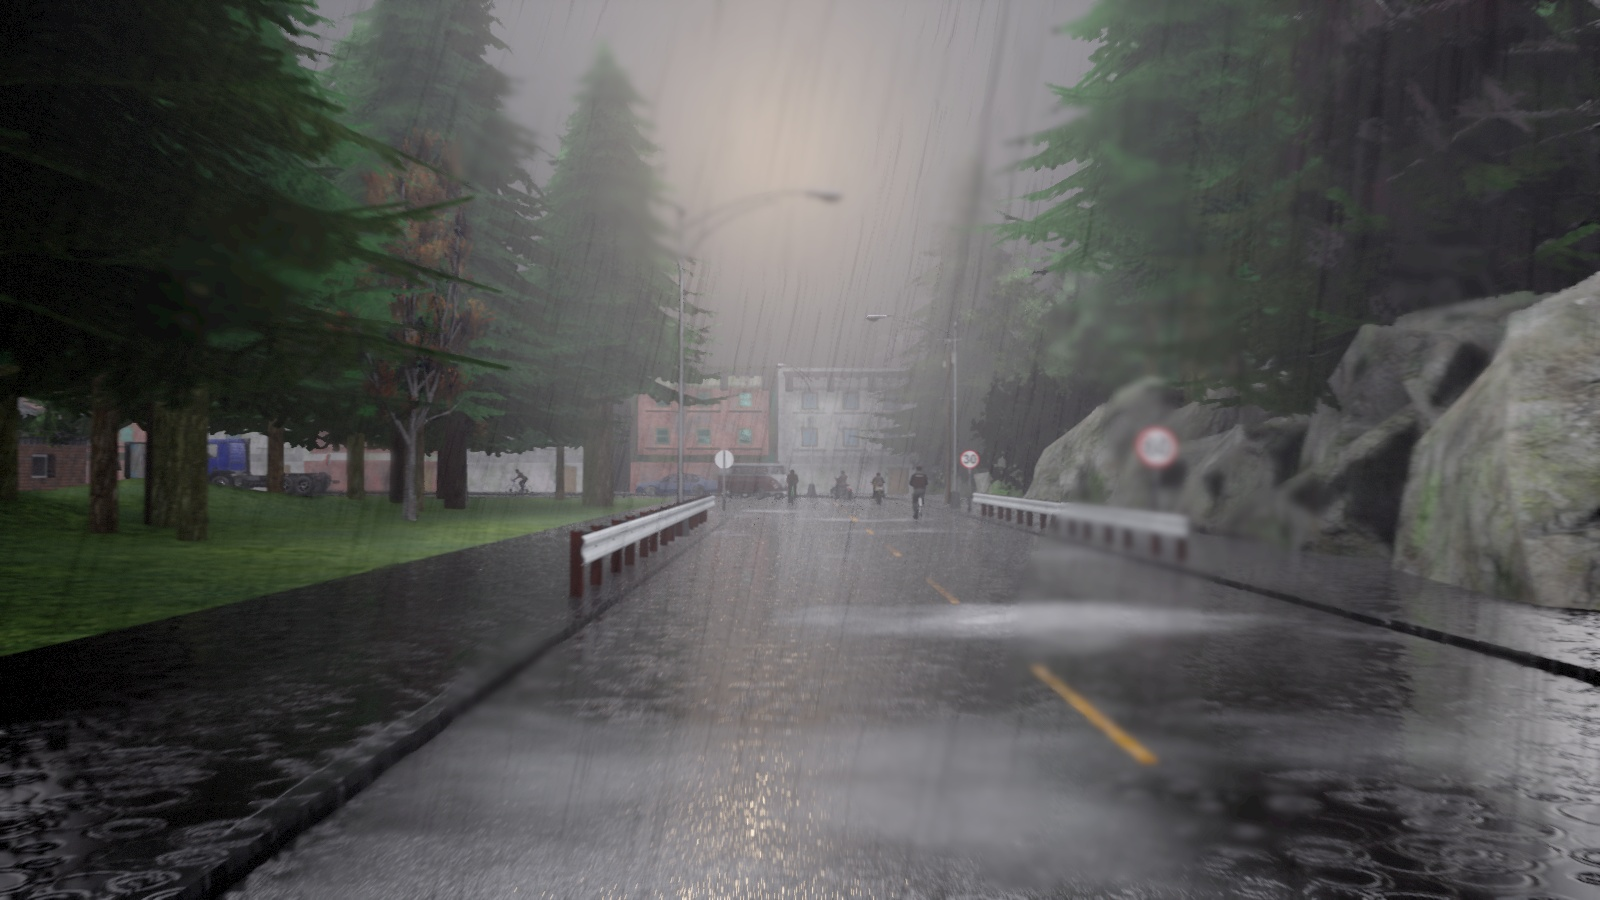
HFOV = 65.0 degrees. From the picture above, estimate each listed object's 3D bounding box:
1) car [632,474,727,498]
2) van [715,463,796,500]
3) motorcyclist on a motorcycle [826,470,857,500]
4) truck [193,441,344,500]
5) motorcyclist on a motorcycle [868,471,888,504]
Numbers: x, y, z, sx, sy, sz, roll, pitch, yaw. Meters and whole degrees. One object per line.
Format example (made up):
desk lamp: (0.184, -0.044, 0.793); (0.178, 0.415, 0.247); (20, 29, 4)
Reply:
car: (-7.297, 2.172, 76.247); (5.357, 1.411, 2.033); (0, -1, 8)
van: (-2.479, 1.743, 69.379); (4.442, 1.987, 1.775); (-1, -2, 42)
motorcyclist on a motorcycle: (2.274, 1.925, 69.515); (0.766, 1.649, 2.350); (-1, -1, -22)
truck: (-32.208, 1.242, 76.282); (7.936, 3.462, 2.891); (0, -1, 0)
motorcyclist on a motorcycle: (3.690, 1.777, 59.289); (0.797, 1.523, 2.044); (0, -1, 0)
